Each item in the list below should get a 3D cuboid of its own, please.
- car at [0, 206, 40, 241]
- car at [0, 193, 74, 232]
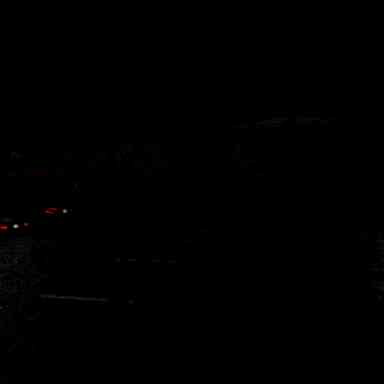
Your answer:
[{"bbox_3d":[-9.482,1.458,13.909,5.357,1.411,2.033,-1,1,13],"label":"car"},{"bbox_3d":[-9.002,1.071,17.383,5.566,2.045,2.150,0,1,13],"label":"car"}]
